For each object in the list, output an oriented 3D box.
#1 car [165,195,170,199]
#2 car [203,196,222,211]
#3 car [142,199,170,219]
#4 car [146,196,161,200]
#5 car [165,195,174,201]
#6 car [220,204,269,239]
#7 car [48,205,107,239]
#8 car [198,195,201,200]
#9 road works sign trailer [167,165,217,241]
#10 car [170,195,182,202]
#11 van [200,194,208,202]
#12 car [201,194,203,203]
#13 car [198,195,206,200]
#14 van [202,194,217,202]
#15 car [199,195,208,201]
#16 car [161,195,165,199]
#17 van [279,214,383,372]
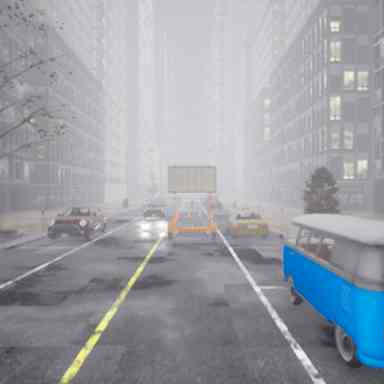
[{"bbox_3d":[-5.679,1.371,62.421,1.967,1.590,4.097,0,0,0],"label":"car"},{"bbox_3d":[2.697,1.525,39.635,1.947,1.339,4.313,0,0,0],"label":"car"},{"bbox_3d":[-3.092,1.572,28.983,1.895,1.301,4.718,0,0,0],"label":"car"},{"bbox_3d":[-5.682,1.478,45.175,1.752,1.417,4.829,0,0,0],"label":"car"},{"bbox_3d":[-5.672,1.462,85.188,1.947,1.339,4.313,0,0,0],"label":"car"},{"bbox_3d":[2.691,1.509,17.038,1.752,1.417,4.829,0,0,0],"label":"car"},{"bbox_3d":[-5.690,1.424,16.885,1.967,1.590,4.097,0,0,0],"label":"car"},{"bbox_3d":[2.704,1.505,68.096,1.802,1.307,4.206,0,0,0],"label":"car"},{"bbox_3d":[0.003,0.449,16.446,2.380,3.560,2.880,0,0,0],"label":"road works sign trailer"},{"bbox_3d":[-2.983,1.453,70.593,2.033,1.411,5.357,0,0,0],"label":"car"},{"bbox_3d":[2.705,1.255,73.788,1.690,1.788,3.998,0,0,0],"label":"van"},{"bbox_3d":[2.699,1.385,51.020,1.967,1.590,4.097,0,0,0],"label":"car"},{"bbox_3d":[2.710,1.438,90.865,2.008,1.369,4.403,0,0,0],"label":"car"},{"bbox_3d":[2.697,1.293,45.327,1.690,1.788,3.998,0,0,0],"label":"van"},{"bbox_3d":[2.707,1.450,79.481,1.887,1.381,4.507,0,0,0],"label":"car"},{"bbox_3d":[-5.681,1.527,51.037,1.802,1.307,4.206,0,0,0],"label":"car"},{"bbox_3d":[2.687,1.336,5.482,1.690,1.788,3.998,0,0,0],"label":"van"}]
